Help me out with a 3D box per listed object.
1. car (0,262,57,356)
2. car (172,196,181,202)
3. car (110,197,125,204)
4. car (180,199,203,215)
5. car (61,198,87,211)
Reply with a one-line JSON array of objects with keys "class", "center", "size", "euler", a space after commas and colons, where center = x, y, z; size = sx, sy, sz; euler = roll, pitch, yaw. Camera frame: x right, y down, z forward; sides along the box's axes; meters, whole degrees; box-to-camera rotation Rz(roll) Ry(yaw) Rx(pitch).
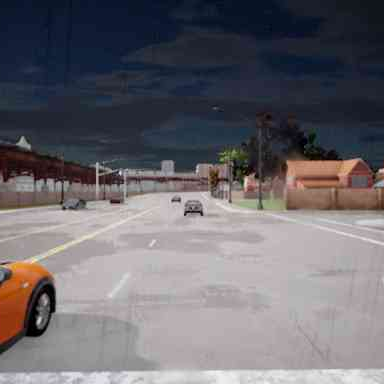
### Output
[{"class": "car", "center": [-3.400, 1.352, 3.839], "size": [2.097, 1.767, 4.553], "euler": [0, 0, 2]}, {"class": "car", "center": [-3.384, 1.547, 72.479], "size": [1.994, 1.385, 4.181], "euler": [0, 0, 0]}, {"class": "car", "center": [-13.910, 1.597, 61.854], "size": [1.895, 1.301, 4.718], "euler": [0, 0, 0]}, {"class": "car", "center": [0.148, 1.544, 33.190], "size": [2.033, 1.411, 5.357], "euler": [0, 0, 0]}, {"class": "car", "center": [-14.041, 1.501, 39.861], "size": [1.837, 1.490, 4.892], "euler": [0, 0, 0]}]
